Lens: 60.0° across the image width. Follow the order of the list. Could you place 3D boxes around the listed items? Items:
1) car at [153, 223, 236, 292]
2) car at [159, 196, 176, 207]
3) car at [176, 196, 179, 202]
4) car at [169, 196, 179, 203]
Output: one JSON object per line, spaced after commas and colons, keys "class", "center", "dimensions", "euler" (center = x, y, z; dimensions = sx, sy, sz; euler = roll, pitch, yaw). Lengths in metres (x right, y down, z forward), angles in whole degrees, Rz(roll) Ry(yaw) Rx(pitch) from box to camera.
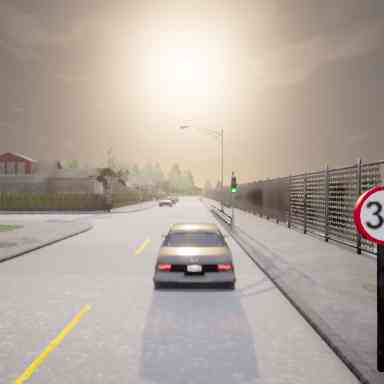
{"class": "car", "center": [0.073, 1.548, 9.067], "dimensions": [2.033, 1.411, 5.357], "euler": [0, 0, 1]}
{"class": "car", "center": [-3.995, 1.547, 51.723], "dimensions": [2.033, 1.411, 5.357], "euler": [0, 0, 0]}
{"class": "car", "center": [-3.943, 1.478, 61.567], "dimensions": [1.882, 1.535, 5.008], "euler": [0, 0, 0]}
{"class": "car", "center": [-3.860, 1.553, 71.571], "dimensions": [1.994, 1.385, 4.181], "euler": [0, 0, 0]}
